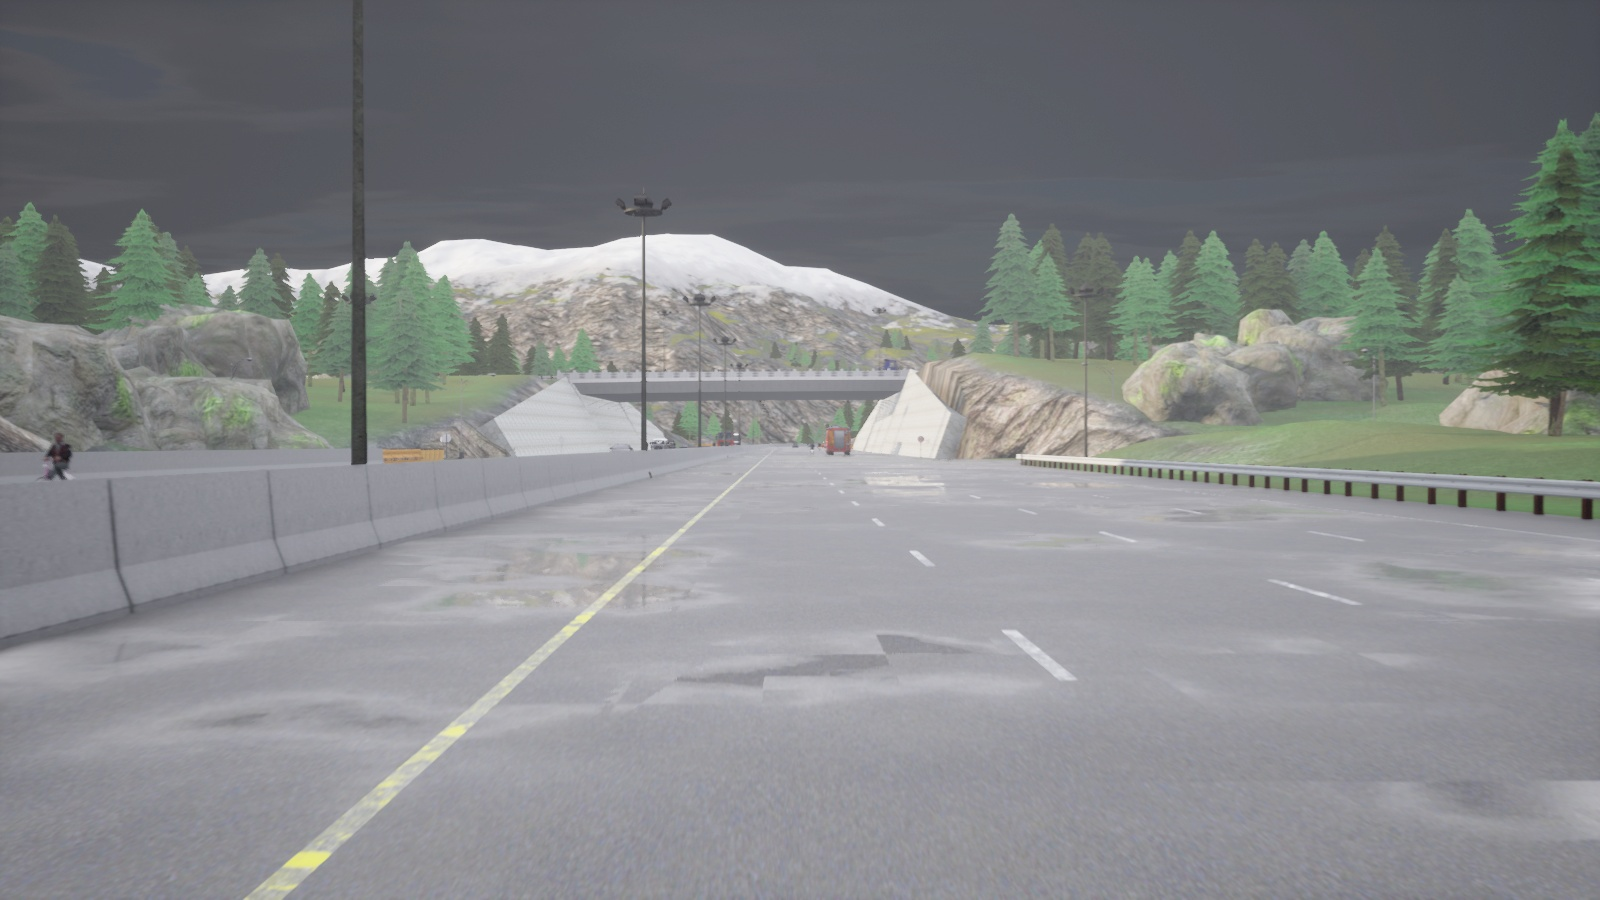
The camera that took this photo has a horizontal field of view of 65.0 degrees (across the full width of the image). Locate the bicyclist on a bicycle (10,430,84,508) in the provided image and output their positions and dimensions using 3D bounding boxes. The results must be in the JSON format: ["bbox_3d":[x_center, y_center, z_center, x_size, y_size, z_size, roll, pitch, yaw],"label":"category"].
[{"bbox_3d":[-17.872,0.435,29.843,0.659,1.776,1.843,0,0,-1],"label":"bicyclist on a bicycle"}]
